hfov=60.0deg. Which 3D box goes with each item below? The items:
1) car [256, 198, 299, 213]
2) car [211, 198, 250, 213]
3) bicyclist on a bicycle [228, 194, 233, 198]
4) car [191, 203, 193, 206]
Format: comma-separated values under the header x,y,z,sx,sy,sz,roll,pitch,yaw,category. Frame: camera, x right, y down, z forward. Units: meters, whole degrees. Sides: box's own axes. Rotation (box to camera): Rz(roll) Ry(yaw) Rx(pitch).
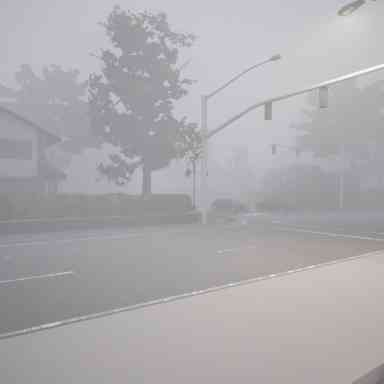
x,y,z,sx,sy,sz,roll,pitch,yaw,category
8.950,1.404,35.293,2.128,1.511,4.902,0,0,-36,car
4.055,1.416,35.722,1.837,1.490,4.892,0,0,-36,car
5.832,1.176,51.011,1.656,1.620,0.582,0,0,-36,bicyclist on a bicycle
-1.851,1.241,43.762,2.097,1.767,4.553,0,0,-36,car
